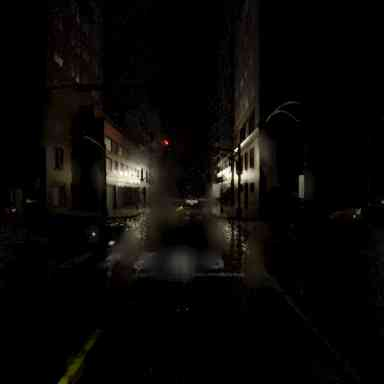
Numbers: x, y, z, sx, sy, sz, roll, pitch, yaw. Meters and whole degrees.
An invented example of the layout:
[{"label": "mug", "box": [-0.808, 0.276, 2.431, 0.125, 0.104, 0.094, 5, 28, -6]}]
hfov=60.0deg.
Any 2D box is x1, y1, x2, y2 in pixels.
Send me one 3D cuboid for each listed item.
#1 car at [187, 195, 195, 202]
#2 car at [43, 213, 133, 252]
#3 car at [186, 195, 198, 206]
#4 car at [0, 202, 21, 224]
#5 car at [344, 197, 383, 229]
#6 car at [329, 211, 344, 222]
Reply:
[{"label": "car", "box": [-0.235, 1.419, 76.597, 1.812, 1.442, 4.674, 0, 0, 0]}, {"label": "car", "box": [-4.503, 1.590, 14.023, 1.895, 1.301, 4.718, 0, 0, -44]}, {"label": "car", "box": [-0.065, 1.539, 53.808, 1.895, 1.301, 4.718, 0, 0, 0]}, {"label": "car", "box": [-14.675, 1.406, 23.823, 4.097, 1.590, 1.967, 0, 0, 0]}, {"label": "car", "box": [13.059, 1.201, 21.051, 5.566, 2.045, 2.150, 0, 0, 0]}, {"label": "car", "box": [12.350, 1.497, 23.624, 4.829, 1.417, 1.752, 0, 0, 0]}]
